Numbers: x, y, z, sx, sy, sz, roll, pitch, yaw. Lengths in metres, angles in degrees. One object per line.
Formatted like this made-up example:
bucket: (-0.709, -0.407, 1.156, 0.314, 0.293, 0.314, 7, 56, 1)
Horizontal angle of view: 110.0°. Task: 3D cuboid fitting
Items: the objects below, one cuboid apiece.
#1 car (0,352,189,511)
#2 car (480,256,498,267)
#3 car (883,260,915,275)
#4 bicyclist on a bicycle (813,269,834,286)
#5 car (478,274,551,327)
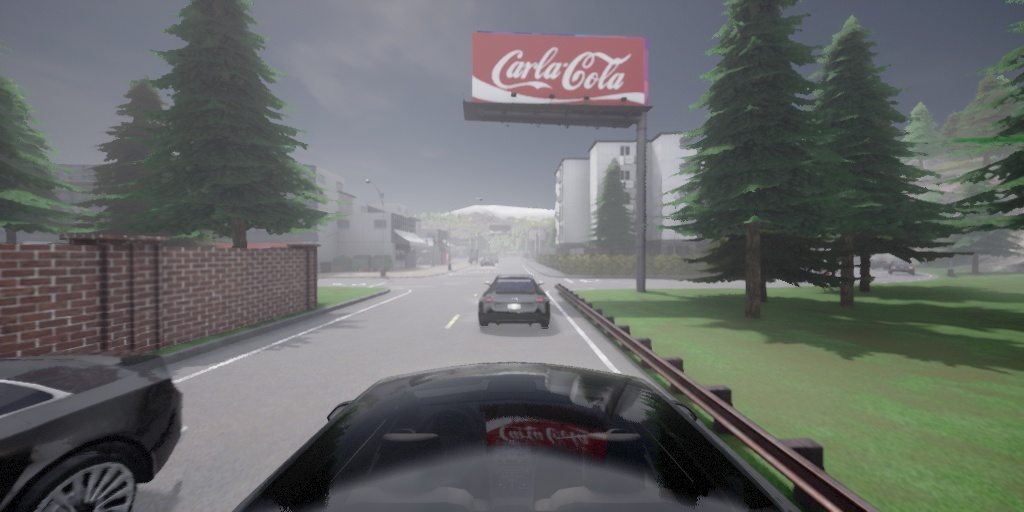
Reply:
car: (-3.593, 1.248, 0.854, 2.128, 1.511, 4.902, 0, 0, 0)
car: (-3.560, 0.916, 52.567, 1.994, 1.385, 4.181, 0, 0, 0)
car: (40.699, 1.194, 37.566, 2.033, 1.411, 5.357, 0, 1, 45)
bicyclist on a bicycle: (19.344, 1.089, 22.219, 0.582, 1.620, 1.656, -2, -2, -13)
car: (0.073, 1.240, 11.157, 1.994, 1.385, 4.181, 0, 1, 0)
